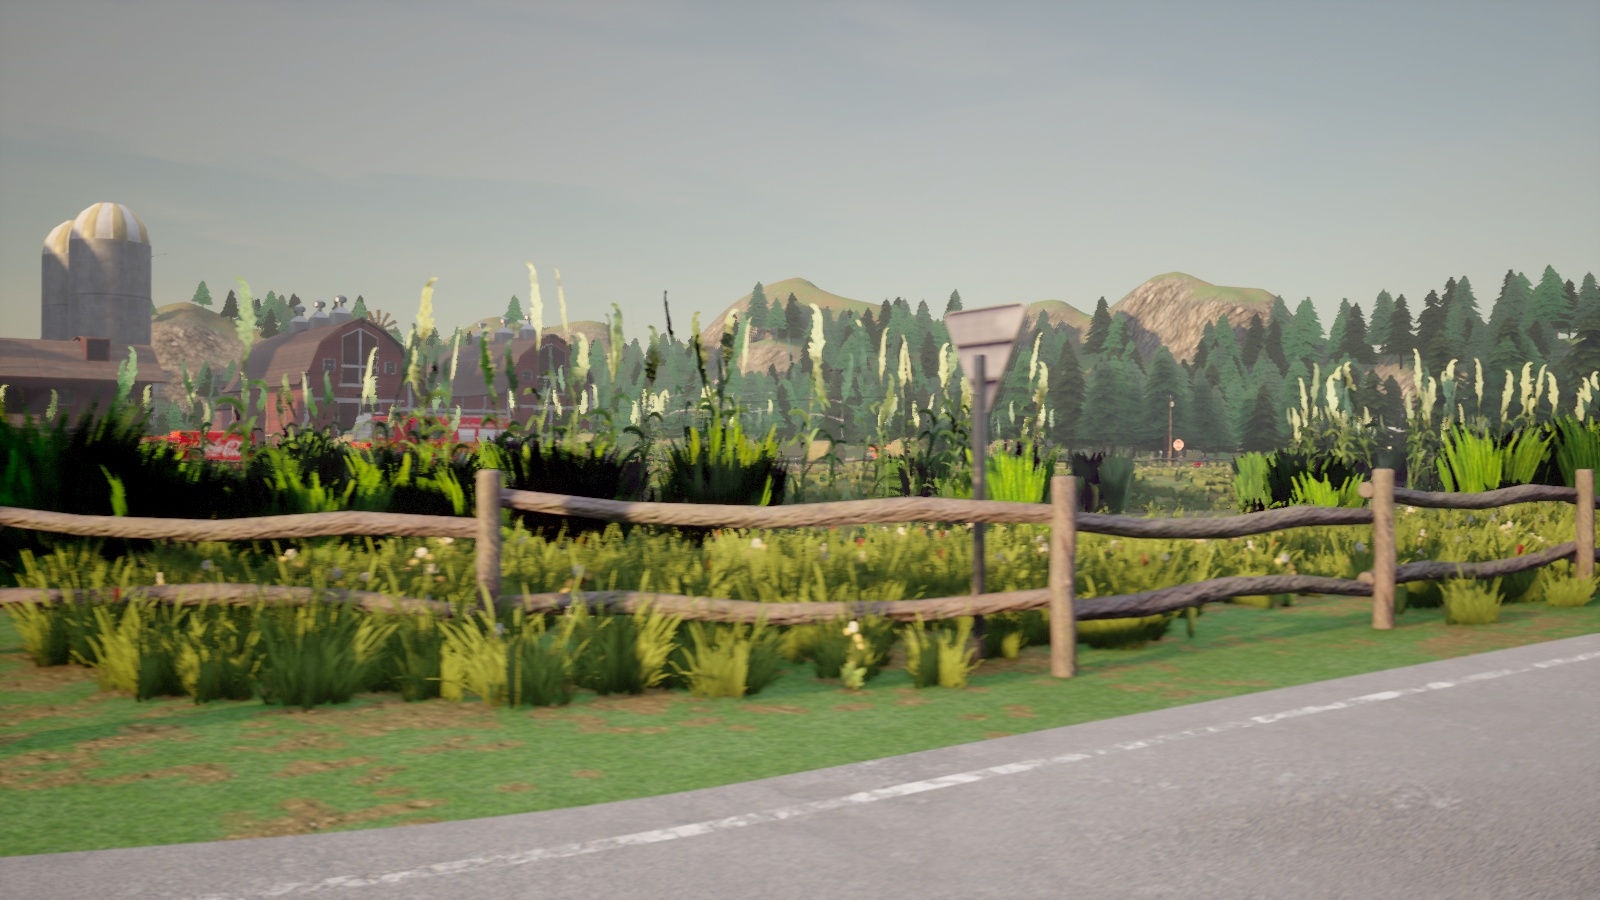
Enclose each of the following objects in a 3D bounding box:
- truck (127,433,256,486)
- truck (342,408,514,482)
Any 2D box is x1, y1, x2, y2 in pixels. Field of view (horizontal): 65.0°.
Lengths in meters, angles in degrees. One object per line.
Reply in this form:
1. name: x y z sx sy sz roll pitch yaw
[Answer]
1. truck: -29.473 0.435 60.904 5.204 2.467 2.627 0 0 -38
2. truck: -20.119 -0.244 68.294 8.468 3.827 2.891 0 0 -38
